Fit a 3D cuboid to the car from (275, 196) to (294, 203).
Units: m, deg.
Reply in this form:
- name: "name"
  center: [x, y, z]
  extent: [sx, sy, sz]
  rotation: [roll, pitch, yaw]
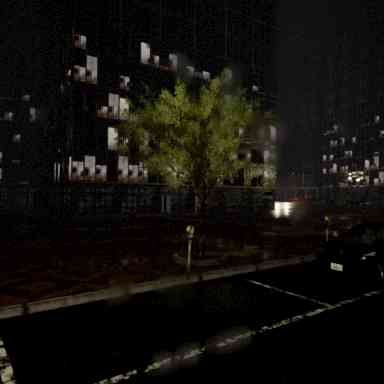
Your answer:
- name: "car"
  center: [21.895, 1.800, 80.313]
  extent: [1.967, 1.590, 4.097]
  rotation: [1, -1, -20]

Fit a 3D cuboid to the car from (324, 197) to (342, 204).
- name: "car"
  center: [27.682, 1.693, 64.567]
  extent: [1.967, 1.590, 4.097]
  rotation: [1, -1, -20]

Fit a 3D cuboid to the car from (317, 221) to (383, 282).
- name: "car"
  center: [5.565, 1.575, 9.832]
  extent: [4.313, 1.339, 1.947]
  rotation: [0, 1, -34]

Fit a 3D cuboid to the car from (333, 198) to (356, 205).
- name: "car"
  center: [33.140, 1.990, 72.550]
  extent: [2.008, 1.369, 4.403]
  rotation: [1, -1, -20]

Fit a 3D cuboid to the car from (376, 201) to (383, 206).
- name: "car"
  center: [36.941, 1.894, 62.208]
  extent: [1.752, 1.417, 4.829]
  rotation: [1, -1, -20]

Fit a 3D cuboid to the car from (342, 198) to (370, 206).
- name: "car"
  center: [29.609, 1.767, 59.317]
  extent: [2.008, 1.369, 4.403]
  rotation: [1, -1, -20]

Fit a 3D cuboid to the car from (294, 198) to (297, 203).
- name: "car"
  center: [27.351, 2.128, 88.303]
  extent: [1.802, 1.307, 4.206]
  rotation: [1, -1, -20]

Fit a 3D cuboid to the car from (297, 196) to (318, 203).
- name: "car"
  center: [29.284, 1.826, 83.055]
  extent: [2.192, 1.841, 5.009]
  rotation: [1, -1, -20]
